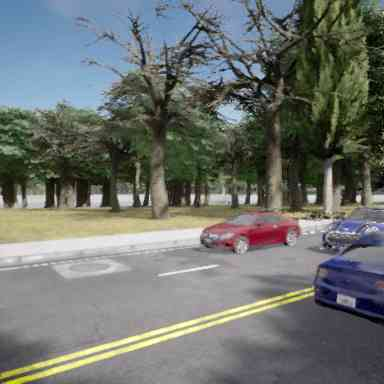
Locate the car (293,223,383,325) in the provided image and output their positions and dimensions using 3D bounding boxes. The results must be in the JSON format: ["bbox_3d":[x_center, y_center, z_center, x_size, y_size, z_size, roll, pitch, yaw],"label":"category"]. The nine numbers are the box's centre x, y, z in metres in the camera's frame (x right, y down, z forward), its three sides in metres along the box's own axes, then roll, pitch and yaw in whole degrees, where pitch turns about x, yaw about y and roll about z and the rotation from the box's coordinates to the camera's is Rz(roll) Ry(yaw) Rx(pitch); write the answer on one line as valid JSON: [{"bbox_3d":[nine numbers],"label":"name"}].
[{"bbox_3d":[4.259,1.512,6.480,4.674,1.442,1.812,0,0,-35],"label":"car"}]

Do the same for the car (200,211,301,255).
[{"bbox_3d":[2.485,1.508,13.440,4.674,1.442,1.812,0,0,-35],"label":"car"}]

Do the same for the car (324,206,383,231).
[{"bbox_3d":[6.993,1.329,12.664,4.553,1.767,2.097,0,0,-35],"label":"car"}]
